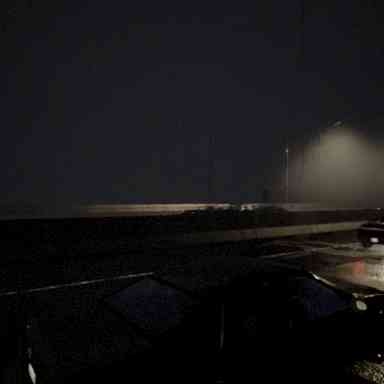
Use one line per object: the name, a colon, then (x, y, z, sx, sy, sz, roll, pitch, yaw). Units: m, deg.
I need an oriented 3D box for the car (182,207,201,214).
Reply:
car: (1.380, 1.887, 30.651, 4.718, 1.301, 1.895, 1, -1, -35)

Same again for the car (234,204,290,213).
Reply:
car: (5.826, 1.857, 25.219, 4.892, 1.490, 1.837, 1, -1, -35)

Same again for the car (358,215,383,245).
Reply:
car: (9.231, 1.731, 14.629, 4.902, 1.511, 2.128, 1, -1, -35)

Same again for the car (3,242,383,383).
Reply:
car: (0.706, 1.592, 4.249, 5.357, 1.411, 2.033, 1, -1, -35)

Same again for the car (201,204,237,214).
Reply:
car: (3.587, 1.784, 27.924, 4.902, 1.511, 2.128, 1, -1, -35)
